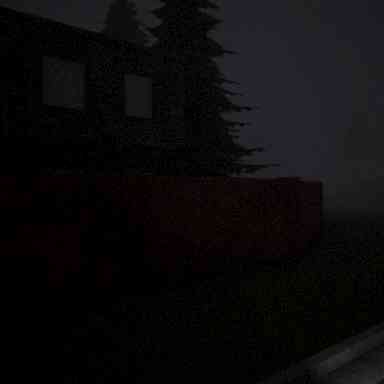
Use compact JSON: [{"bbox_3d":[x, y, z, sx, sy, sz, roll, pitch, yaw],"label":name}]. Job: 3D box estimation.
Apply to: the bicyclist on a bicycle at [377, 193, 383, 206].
[{"bbox_3d":[24.831,0.986,43.579,1.656,1.620,0.582,-1,0,-18],"label":"bicyclist on a bicycle"}]
